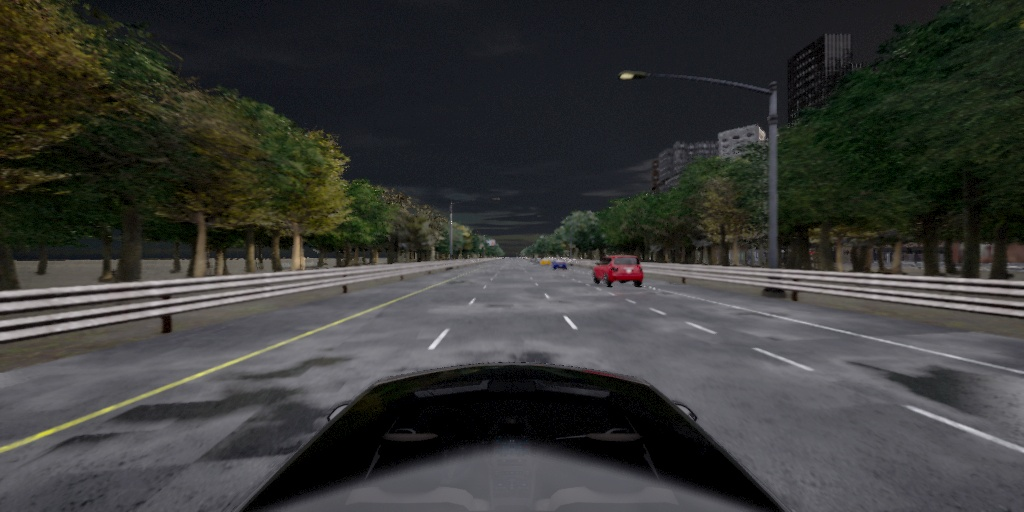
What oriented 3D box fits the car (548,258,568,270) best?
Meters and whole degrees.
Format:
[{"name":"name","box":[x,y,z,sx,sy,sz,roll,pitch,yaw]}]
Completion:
[{"name":"car","box":[7.052,1.274,54.111,1.882,1.535,5.008,0,0,0]}]

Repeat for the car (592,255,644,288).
[{"name":"car","box":[7.005,0.983,24.183,2.150,2.045,5.566,0,0,0]}]
